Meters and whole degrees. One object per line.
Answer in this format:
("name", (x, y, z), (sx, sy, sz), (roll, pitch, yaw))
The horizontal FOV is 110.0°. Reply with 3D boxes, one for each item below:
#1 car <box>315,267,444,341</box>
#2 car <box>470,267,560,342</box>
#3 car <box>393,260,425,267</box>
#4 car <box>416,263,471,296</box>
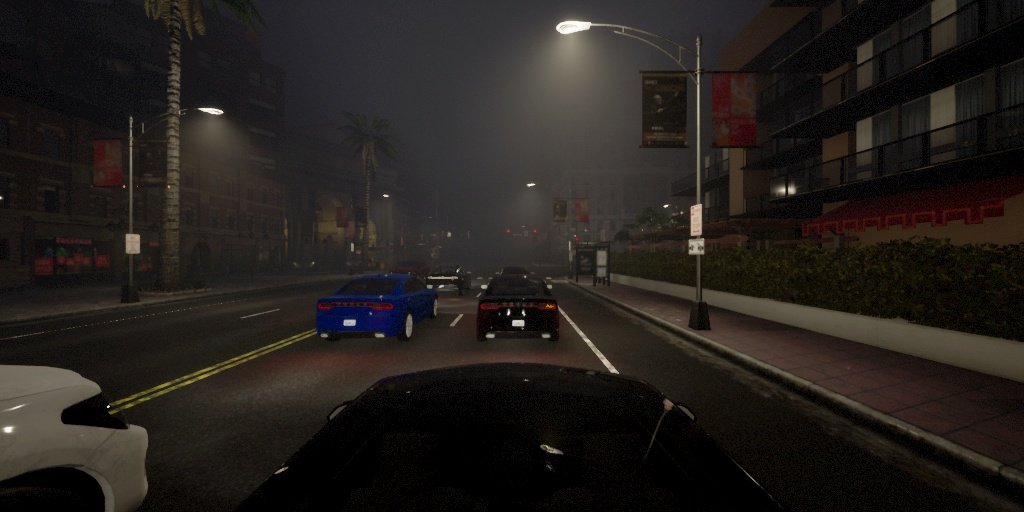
("car", (-3.360, 1.228, 9.883), (1.882, 1.535, 5.008), (0, 0, 0))
("car", (0.135, 1.228, 9.848), (1.882, 1.535, 5.008), (0, 0, 0))
("car", (-6.915, 1.034, 24.547), (1.882, 1.535, 5.008), (0, 0, 0))
("car", (-3.334, 1.241, 19.388), (2.128, 1.511, 4.902), (0, 0, 0))
